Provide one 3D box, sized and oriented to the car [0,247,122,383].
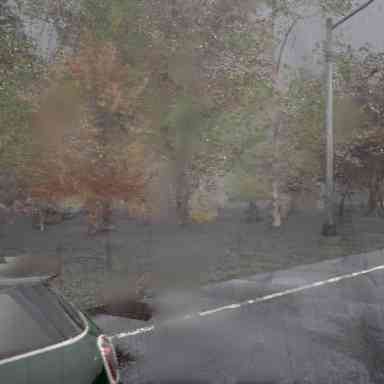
[{"bbox_3d":[-2.768,1.347,2.019,4.553,1.767,2.097,0,0,-35],"label":"car"}]
